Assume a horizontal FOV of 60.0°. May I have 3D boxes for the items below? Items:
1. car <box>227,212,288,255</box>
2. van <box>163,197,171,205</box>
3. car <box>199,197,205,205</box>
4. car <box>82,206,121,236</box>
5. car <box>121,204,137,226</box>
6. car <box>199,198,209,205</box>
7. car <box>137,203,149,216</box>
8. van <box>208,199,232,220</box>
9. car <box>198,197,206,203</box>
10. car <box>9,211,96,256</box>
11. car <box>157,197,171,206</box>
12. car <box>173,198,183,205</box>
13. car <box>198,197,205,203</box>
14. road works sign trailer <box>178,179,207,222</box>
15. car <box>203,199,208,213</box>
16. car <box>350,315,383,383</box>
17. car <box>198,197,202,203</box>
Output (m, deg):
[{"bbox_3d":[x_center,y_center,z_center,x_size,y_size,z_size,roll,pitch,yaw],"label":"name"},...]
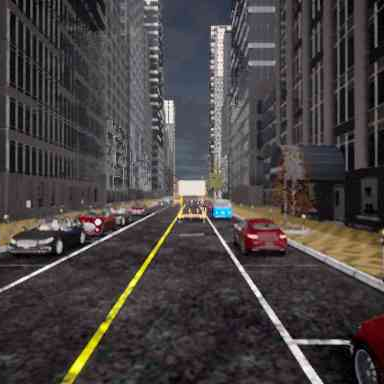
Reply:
[{"bbox_3d":[2.688,1.704,13.606,1.802,1.307,4.206,0,0,0],"label":"car"},{"bbox_3d":[-5.701,1.953,76.224,1.690,1.788,3.998,0,0,0],"label":"van"},{"bbox_3d":[2.681,2.069,59.143,1.802,1.307,4.206,0,0,0],"label":"car"},{"bbox_3d":[-5.694,1.609,19.301,1.967,1.590,4.097,0,0,0],"label":"car"},{"bbox_3d":[-5.694,1.765,24.992,2.008,1.369,4.403,0,0,0],"label":"car"},{"bbox_3d":[2.679,2.163,76.220,2.008,1.369,4.403,0,0,0],"label":"car"},{"bbox_3d":[-5.696,1.887,36.375,1.802,1.307,4.206,0,0,0],"label":"car"},{"bbox_3d":[2.685,1.601,30.684,1.690,1.788,3.998,0,0,0],"label":"van"},{"bbox_3d":[2.678,2.126,87.606,1.967,1.590,4.097,0,0,0],"label":"car"},{"bbox_3d":[-5.693,1.673,13.607,2.008,1.369,4.403,0,-1,0],"label":"car"},{"bbox_3d":[-5.700,2.081,64.838,2.008,1.369,4.403,0,0,0],"label":"car"},{"bbox_3d":[-3.010,2.055,71.686,1.882,1.535,5.008,0,0,0],"label":"car"},{"bbox_3d":[2.677,2.162,93.298,1.967,1.590,4.097,0,0,0],"label":"car"},{"bbox_3d":[-0.005,0.709,28.710,2.380,3.560,2.880,0,0,0],"label":"road works sign trailer"},{"bbox_3d":[2.684,1.933,42.066,1.802,1.307,4.206,0,0,0],"label":"car"},{"bbox_3d":[2.689,1.604,2.218,1.802,1.307,4.206,0,-1,0],"label":"car"},{"bbox_3d":[2.680,2.123,70.528,2.008,1.369,4.403,0,0,0],"label":"car"}]
